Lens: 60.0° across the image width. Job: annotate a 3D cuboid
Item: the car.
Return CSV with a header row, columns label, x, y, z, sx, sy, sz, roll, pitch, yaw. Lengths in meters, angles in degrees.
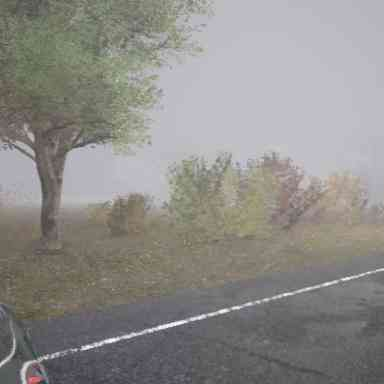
label,x,y,z,sx,sy,sz,roll,pitch,yaw
car,-3.141,1.351,1.622,4.553,1.767,2.097,1,-1,-36
